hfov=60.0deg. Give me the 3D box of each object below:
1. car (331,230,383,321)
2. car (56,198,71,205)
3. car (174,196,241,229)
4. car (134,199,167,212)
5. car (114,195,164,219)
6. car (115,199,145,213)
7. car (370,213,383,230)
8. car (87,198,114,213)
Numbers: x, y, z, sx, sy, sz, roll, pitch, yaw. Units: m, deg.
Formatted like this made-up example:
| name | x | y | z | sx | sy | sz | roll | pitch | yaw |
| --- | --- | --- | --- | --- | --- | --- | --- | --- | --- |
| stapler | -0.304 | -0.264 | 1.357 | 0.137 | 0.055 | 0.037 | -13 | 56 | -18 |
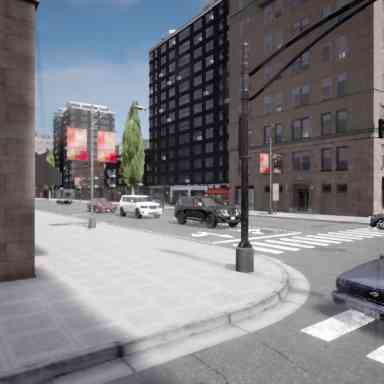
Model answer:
| name | x | y | z | sx | sy | sz | roll | pitch | yaw |
| --- | --- | --- | --- | --- | --- | --- | --- | --- | --- |
| car | 5.252 | 1.540 | 6.403 | 5.357 | 1.411 | 2.033 | 0 | 0 | -25 |
| car | -25.092 | 1.855 | 64.819 | 1.895 | 1.301 | 4.718 | 0 | 0 | -36 |
| car | 0.936 | 1.286 | 22.901 | 2.150 | 2.045 | 5.566 | 0 | 0 | -36 |
| car | -5.448 | 1.647 | 43.178 | 2.128 | 1.511 | 4.902 | 0 | 0 | -36 |
| car | -4.935 | 1.325 | 31.034 | 2.150 | 2.045 | 5.566 | 0 | 0 | -36 |
| car | -7.677 | 1.672 | 40.717 | 1.812 | 1.442 | 4.674 | 0 | 0 | -36 |
| car | 12.488 | 1.521 | 18.358 | 2.128 | 1.511 | 4.902 | 0 | -1 | -36 |
| car | -10.595 | 1.492 | 38.885 | 2.097 | 1.767 | 4.553 | 0 | 0 | -36 |
